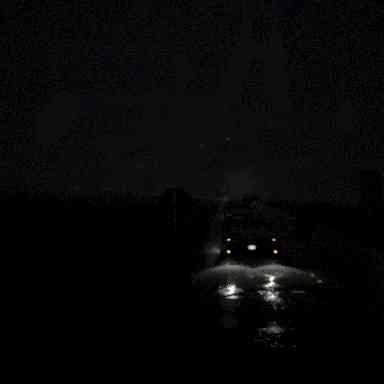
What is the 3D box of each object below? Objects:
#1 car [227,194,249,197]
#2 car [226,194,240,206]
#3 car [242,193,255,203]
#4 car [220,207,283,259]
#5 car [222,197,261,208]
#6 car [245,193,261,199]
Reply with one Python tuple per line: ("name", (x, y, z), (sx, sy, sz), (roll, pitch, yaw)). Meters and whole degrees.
("car", (4.060, 1.248, 31.295), (1.812, 1.442, 4.674), (-1, 1, 6))
("car", (5.741, 1.062, 46.651), (1.882, 1.535, 5.008), (-1, 0, 6))
("car", (9.667, 0.962, 56.759), (1.837, 1.490, 4.892), (-1, 0, 6))
("car", (2.061, 1.494, 12.162), (1.994, 1.385, 4.181), (-1, 0, 7))
("car", (3.032, 1.318, 21.569), (2.128, 1.511, 4.902), (-1, 1, 6))
("car", (8.613, 1.033, 46.646), (1.837, 1.490, 4.892), (-1, 0, 6))
